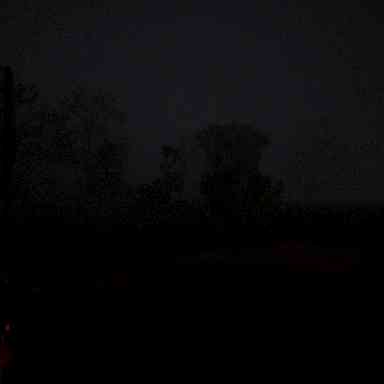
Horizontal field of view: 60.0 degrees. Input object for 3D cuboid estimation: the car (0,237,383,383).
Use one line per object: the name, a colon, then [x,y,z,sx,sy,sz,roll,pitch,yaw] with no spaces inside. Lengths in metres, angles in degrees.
car: [0.499,1.314,2.509,5.009,1.841,2.192,0,1,36]
